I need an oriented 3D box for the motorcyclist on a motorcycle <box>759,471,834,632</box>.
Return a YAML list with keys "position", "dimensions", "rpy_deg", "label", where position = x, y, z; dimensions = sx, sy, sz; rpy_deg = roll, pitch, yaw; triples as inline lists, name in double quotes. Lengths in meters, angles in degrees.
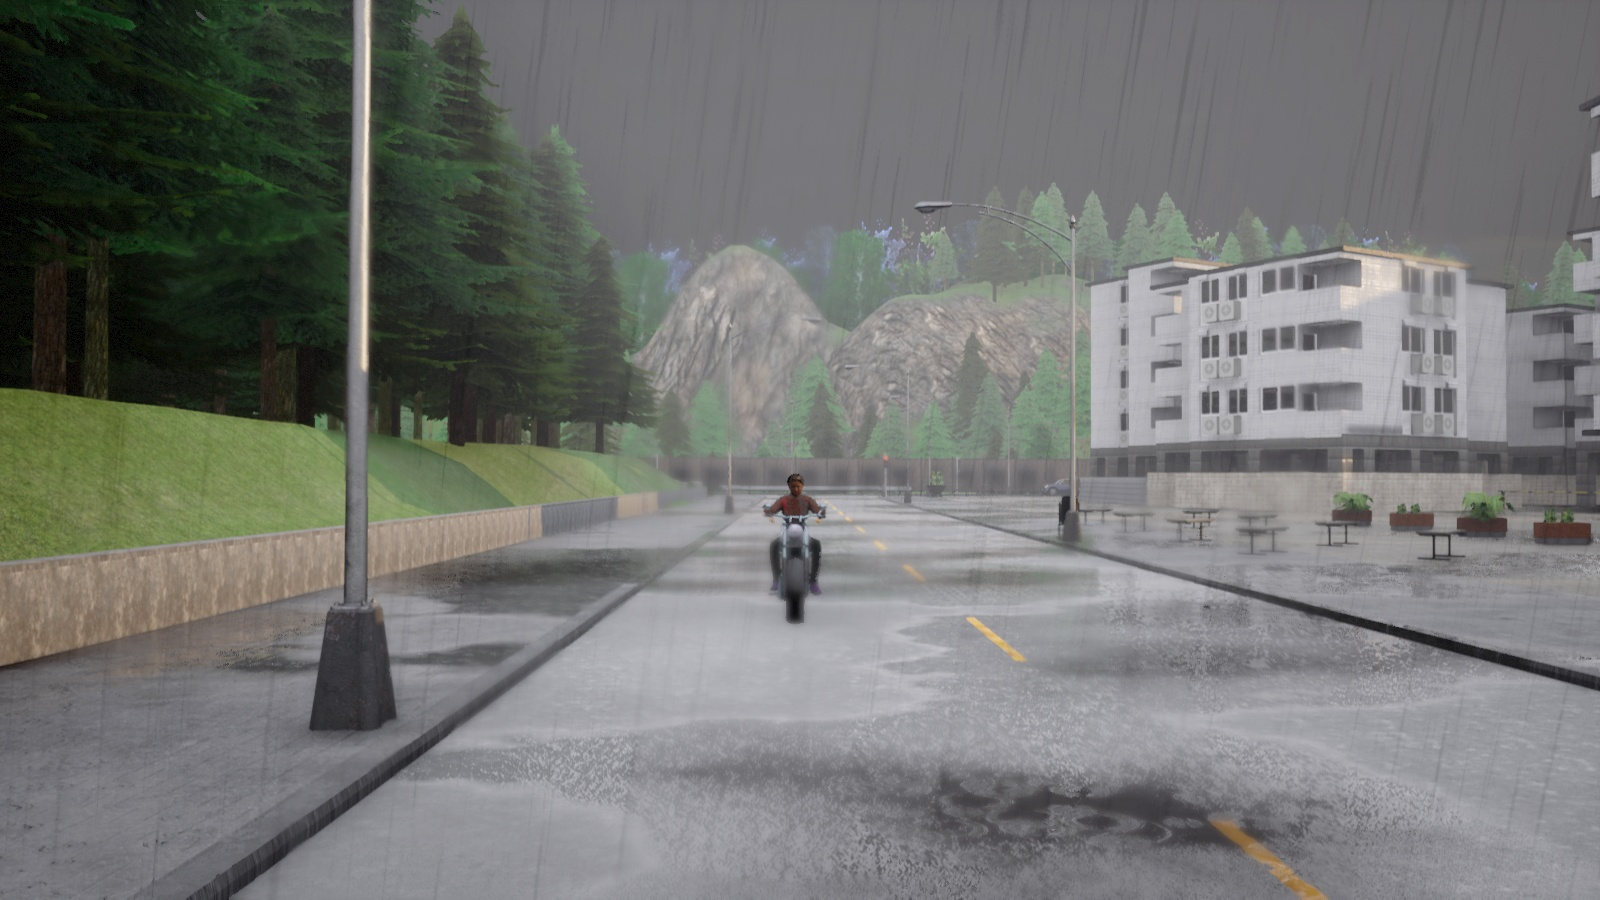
- position: [-0.041, 1.063, 14.117]
  dimensions: [0.766, 1.649, 2.350]
  rpy_deg: [0, -1, 0]
  label: "motorcyclist on a motorcycle"
